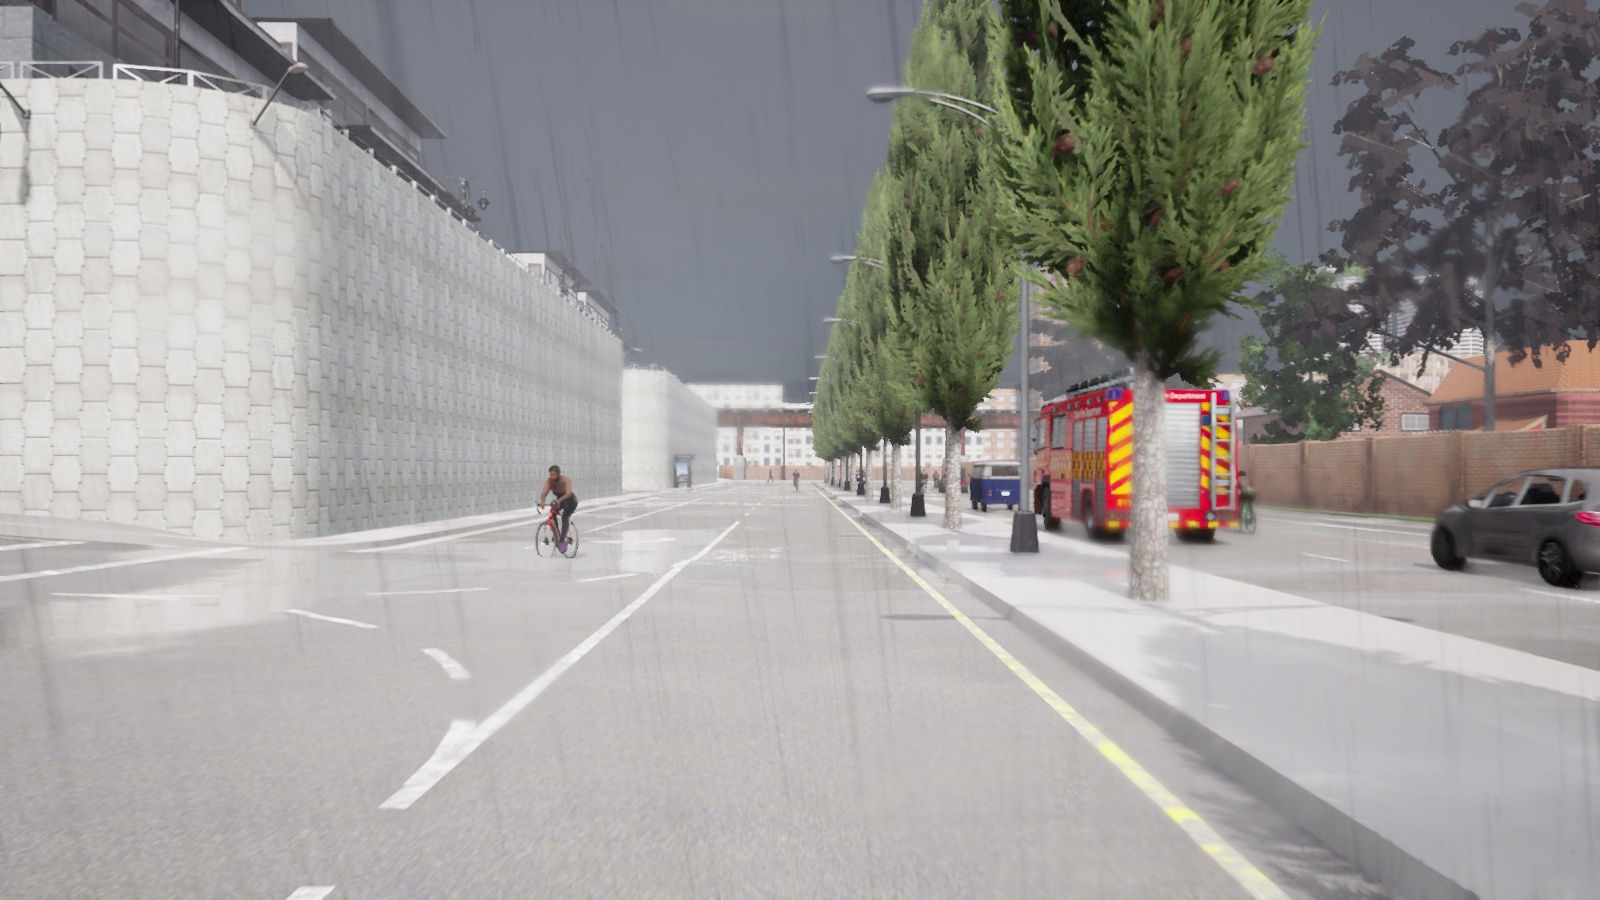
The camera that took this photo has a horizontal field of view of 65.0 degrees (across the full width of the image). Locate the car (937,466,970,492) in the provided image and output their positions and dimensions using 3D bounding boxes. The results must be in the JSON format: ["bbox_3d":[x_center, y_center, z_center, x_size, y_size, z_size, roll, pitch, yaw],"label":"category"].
[{"bbox_3d":[11.240,2.102,92.187,1.905,1.878,3.866,0,-1,0],"label":"car"}]

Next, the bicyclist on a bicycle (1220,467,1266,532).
[{"bbox_3d":[11.408,1.262,32.397,0.582,1.620,1.656,0,-1,0],"label":"bicyclist on a bicycle"}]

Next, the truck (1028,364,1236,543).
[{"bbox_3d":[7.906,0.139,31.241,2.891,3.827,8.468,0,-1,0],"label":"truck"}]

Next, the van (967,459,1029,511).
[{"bbox_3d":[7.857,1.372,50.178,1.775,1.987,4.442,0,-1,0],"label":"van"}]

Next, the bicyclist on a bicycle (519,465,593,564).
[{"bbox_3d":[-4.143,1.117,21.458,0.582,1.620,1.656,-2,-4,14],"label":"bicyclist on a bicycle"}]

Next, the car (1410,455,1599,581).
[{"bbox_3d":[11.445,0.929,18.924,2.242,1.667,4.611,0,-1,0],"label":"car"}]
